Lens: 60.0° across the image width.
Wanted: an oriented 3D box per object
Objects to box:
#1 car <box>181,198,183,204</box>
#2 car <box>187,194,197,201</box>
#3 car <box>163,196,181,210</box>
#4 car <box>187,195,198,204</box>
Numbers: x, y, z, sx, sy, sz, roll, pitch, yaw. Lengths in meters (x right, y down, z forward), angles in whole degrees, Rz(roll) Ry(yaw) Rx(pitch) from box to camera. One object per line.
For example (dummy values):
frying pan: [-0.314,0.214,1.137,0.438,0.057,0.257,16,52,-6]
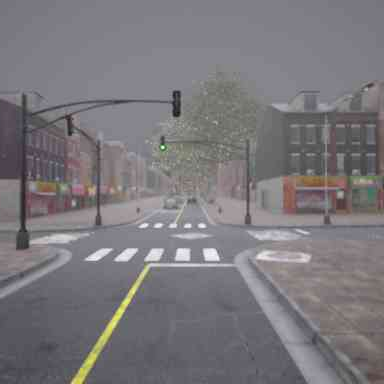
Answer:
car: [-2.770,1.500,61.038,1.994,1.385,4.181,0,1,1]
car: [0.018,1.226,71.979,1.994,1.385,4.181,0,0,0]
car: [-2.828,1.616,44.758,1.812,1.442,4.674,0,1,0]
car: [0.015,1.410,61.553,1.882,1.535,5.008,0,1,0]
